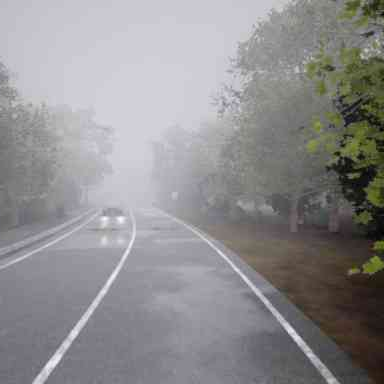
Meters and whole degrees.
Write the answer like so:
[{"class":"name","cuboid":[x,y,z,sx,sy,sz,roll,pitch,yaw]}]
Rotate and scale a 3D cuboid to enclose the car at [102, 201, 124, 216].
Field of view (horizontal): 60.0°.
[{"class":"car","cuboid":[-7.733,1.579,32.775,1.812,1.442,4.674,1,0,-11]}]
